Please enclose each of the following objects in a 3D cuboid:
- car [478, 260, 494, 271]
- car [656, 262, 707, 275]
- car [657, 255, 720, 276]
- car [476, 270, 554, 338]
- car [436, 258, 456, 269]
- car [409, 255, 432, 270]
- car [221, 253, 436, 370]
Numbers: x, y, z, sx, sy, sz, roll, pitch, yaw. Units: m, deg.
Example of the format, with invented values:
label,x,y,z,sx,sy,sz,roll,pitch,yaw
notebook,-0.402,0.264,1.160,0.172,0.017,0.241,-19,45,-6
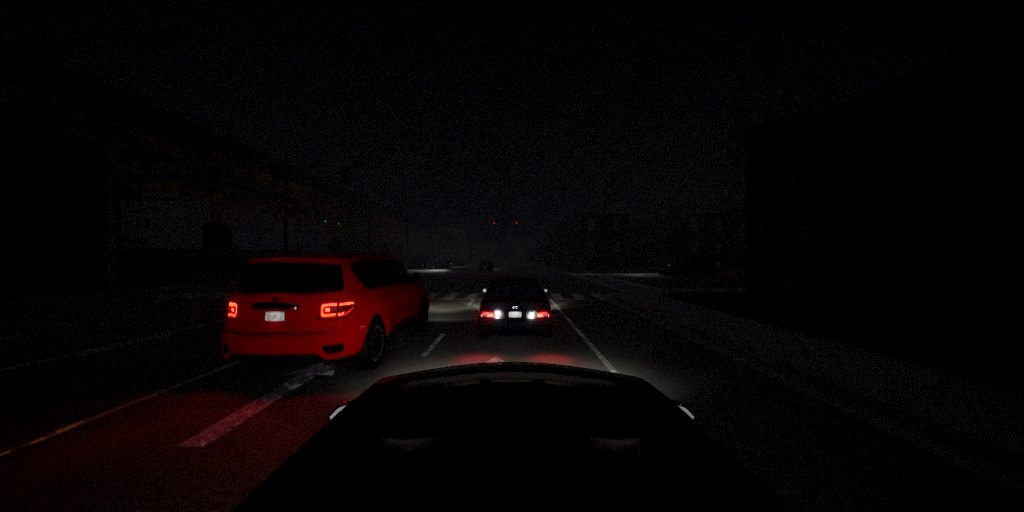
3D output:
label,x,y,z,sx,sy,sz,roll,pitch,yaw
car,-3.386,1.231,47.594,2.128,1.511,4.902,0,0,0
car,18.597,1.342,39.400,4.718,1.301,1.895,0,0,0
car,17.732,0.963,35.895,5.566,2.045,2.150,0,0,0
car,0.085,1.296,10.145,2.033,1.411,5.357,0,0,0
car,-10.563,1.228,55.414,2.128,1.511,4.902,0,0,0
car,-14.059,0.956,55.619,2.150,2.045,5.566,0,0,0
car,-3.424,0.970,7.893,2.150,2.045,5.566,0,0,0
